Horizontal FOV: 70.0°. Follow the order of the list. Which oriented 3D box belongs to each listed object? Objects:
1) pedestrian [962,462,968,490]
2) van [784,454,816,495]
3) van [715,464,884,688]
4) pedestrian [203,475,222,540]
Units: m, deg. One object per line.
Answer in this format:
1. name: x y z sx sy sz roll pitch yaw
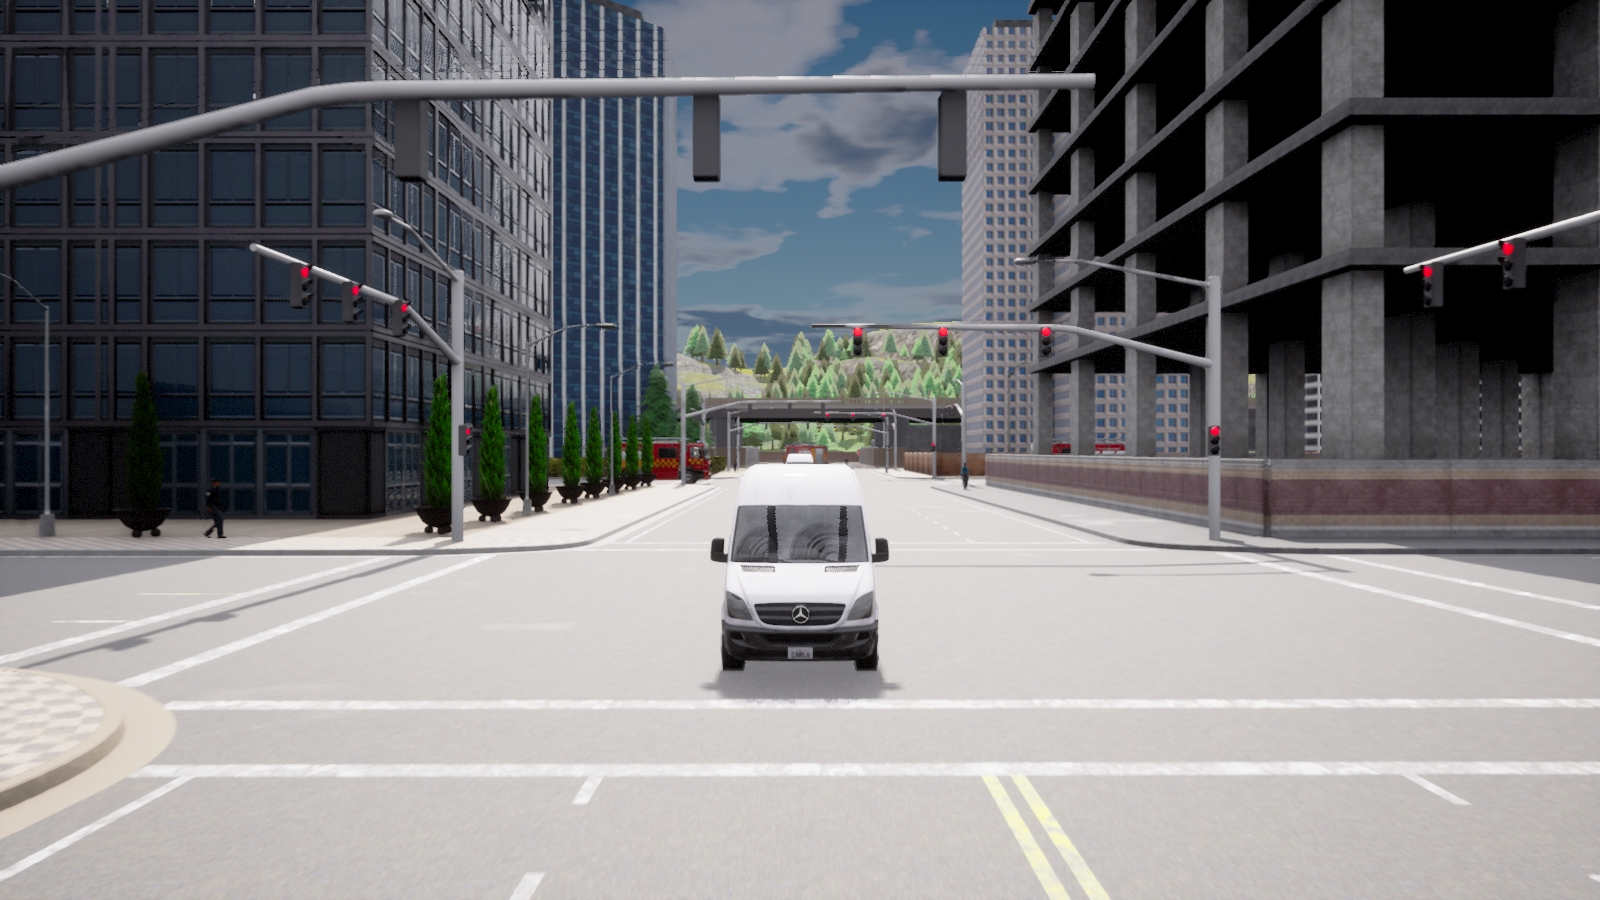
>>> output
1. pedestrian: 11.054 1.709 76.488 0.375 1.860 0.375 0 0 2
2. van: -0.007 1.547 75.055 1.988 2.561 5.915 0 0 0
3. van: -0.004 1.510 16.373 1.988 2.561 5.915 0 0 0
4. pedestrian: -16.930 1.647 32.928 0.375 1.860 0.375 0 0 -4
